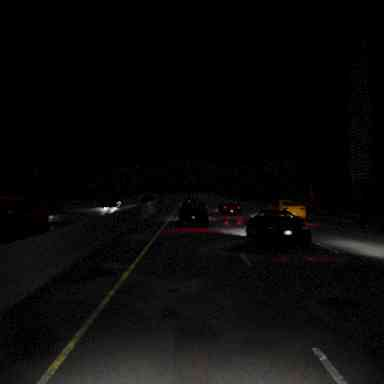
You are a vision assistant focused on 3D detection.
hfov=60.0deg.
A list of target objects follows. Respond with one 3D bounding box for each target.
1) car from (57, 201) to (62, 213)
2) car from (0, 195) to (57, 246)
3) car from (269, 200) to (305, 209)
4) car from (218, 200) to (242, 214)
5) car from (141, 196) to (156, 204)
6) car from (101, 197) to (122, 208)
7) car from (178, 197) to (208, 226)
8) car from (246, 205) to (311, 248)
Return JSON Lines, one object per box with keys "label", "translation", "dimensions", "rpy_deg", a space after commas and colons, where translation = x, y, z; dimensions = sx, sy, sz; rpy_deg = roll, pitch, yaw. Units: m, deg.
{"label": "car", "translation": [-14.111, 1.346, 32.149], "dimensions": [1.812, 1.442, 4.674], "rpy_deg": [0, 0, 0]}
{"label": "car", "translation": [-7.106, 1.152, 11.818], "dimensions": [2.150, 2.045, 5.566], "rpy_deg": [0, 0, 0]}
{"label": "car", "translation": [7.086, 1.335, 25.420], "dimensions": [1.882, 1.535, 5.008], "rpy_deg": [0, 0, 0]}
{"label": "car", "translation": [3.583, 1.421, 32.227], "dimensions": [1.895, 1.301, 4.718], "rpy_deg": [0, 0, 0]}
{"label": "car", "translation": [-7.138, 1.299, 54.692], "dimensions": [1.895, 1.301, 4.718], "rpy_deg": [0, 0, 0]}
{"label": "car", "translation": [-10.604, 1.321, 43.974], "dimensions": [1.994, 1.385, 4.181], "rpy_deg": [0, 0, 0]}
{"label": "car", "translation": [0.088, 1.350, 22.541], "dimensions": [1.882, 1.535, 5.008], "rpy_deg": [0, 1, 0]}
{"label": "car", "translation": [3.592, 1.481, 14.428], "dimensions": [1.994, 1.385, 4.181], "rpy_deg": [0, 0, 0]}
